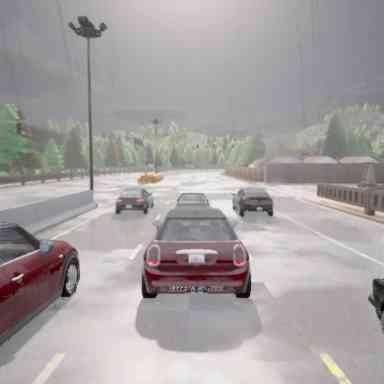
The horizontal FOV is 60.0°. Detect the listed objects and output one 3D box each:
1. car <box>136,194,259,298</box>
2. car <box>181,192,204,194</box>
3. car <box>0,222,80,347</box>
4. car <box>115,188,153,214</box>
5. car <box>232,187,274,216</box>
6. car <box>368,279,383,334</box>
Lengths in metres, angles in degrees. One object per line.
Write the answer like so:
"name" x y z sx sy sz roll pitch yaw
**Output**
"car" 0.076 1.124 8.134 2.097 1.767 4.553 0 3 0
"car" 0.033 0.715 17.514 2.033 1.411 5.357 0 4 0
"car" -3.413 1.240 5.173 2.097 1.767 4.553 0 2 0
"car" -3.482 0.459 20.527 1.812 1.442 4.674 0 4 0
"car" 3.518 0.497 19.756 1.837 1.490 4.892 0 3 0
"car" 3.598 1.552 2.916 1.895 1.301 4.718 0 1 0
